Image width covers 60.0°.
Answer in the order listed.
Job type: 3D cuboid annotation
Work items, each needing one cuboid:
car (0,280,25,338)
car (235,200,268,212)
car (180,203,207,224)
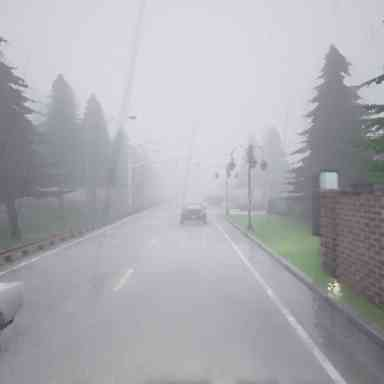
[{"bbox_3d":[-3.557,1.599,2.970,1.895,1.301,4.718,0,0,0],"label":"car"},{"bbox_3d":[7.620,1.659,40.310,4.674,1.442,1.812,0,-1,-6],"label":"car"},{"bbox_3d":[0.107,1.511,24.303,1.812,1.442,4.674,0,0,0],"label":"car"}]
